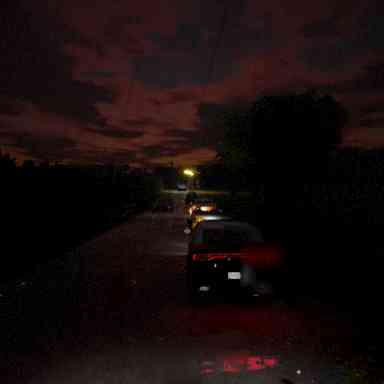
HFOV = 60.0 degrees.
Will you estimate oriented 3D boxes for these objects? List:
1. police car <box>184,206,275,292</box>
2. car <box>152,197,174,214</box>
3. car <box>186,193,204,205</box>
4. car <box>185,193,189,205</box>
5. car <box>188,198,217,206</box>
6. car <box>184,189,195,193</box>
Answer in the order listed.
[{"bbox_3d":[0.818,1.401,9.027,1.930,1.638,5.238,0,0,0],"label":"police car"},{"bbox_3d":[-2.776,1.247,32.792,1.882,1.535,5.008,0,1,0],"label":"car"},{"bbox_3d":[0.805,1.208,24.888,2.097,1.767,4.553,0,1,0],"label":"car"},{"bbox_3d":[0.005,1.144,46.627,1.895,1.301,4.718,0,1,1],"label":"car"},{"bbox_3d":[0.810,1.365,19.106,1.801,1.575,5.366,0,1,0],"label":"car"},{"bbox_3d":[-0.051,0.565,65.731,2.033,1.411,5.357,0,2,0],"label":"car"}]
